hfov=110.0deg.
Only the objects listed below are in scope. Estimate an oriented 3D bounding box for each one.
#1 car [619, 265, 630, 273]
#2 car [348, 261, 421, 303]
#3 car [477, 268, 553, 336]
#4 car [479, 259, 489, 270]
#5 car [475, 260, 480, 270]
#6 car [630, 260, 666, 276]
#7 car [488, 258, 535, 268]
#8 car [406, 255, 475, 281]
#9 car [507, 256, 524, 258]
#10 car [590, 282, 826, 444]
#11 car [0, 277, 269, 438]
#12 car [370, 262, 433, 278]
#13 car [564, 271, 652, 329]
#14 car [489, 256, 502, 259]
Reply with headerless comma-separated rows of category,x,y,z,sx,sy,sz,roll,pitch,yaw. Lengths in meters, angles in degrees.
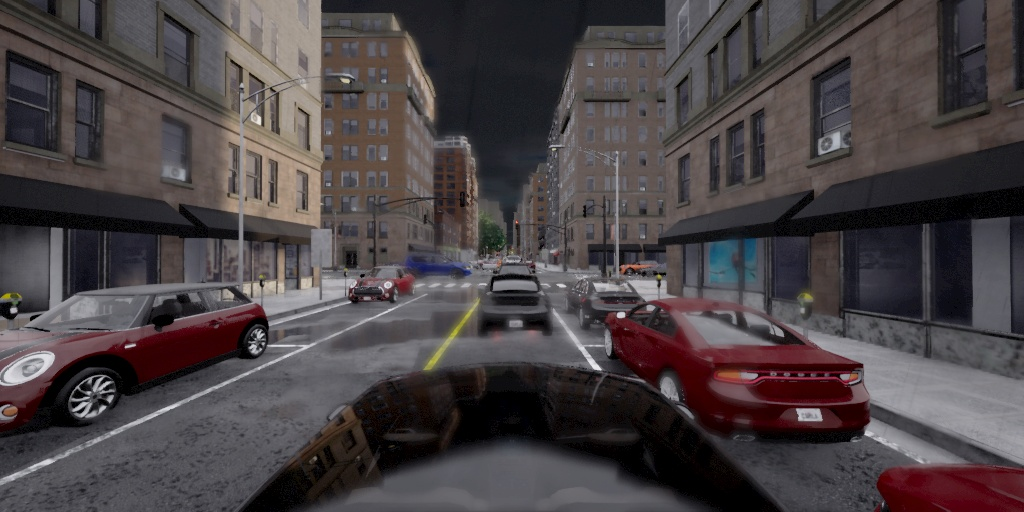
car,14.030,1.221,39.324,4.553,1.767,2.097,0,0,0
car,-5.832,1.195,16.451,1.967,1.591,4.097,0,0,0
car,0.058,1.258,10.374,1.837,1.490,4.892,0,0,-1
car,-3.116,1.389,50.826,1.895,1.301,4.718,0,0,0
car,-5.901,1.345,54.812,2.007,1.370,4.403,0,0,0
car,15.195,1.395,36.062,5.357,1.411,2.033,0,0,0
car,0.123,1.108,17.788,2.097,1.767,4.553,0,0,0
car,-6.106,0.923,29.275,5.566,2.045,2.150,0,0,0
car,0.161,1.011,51.318,2.150,2.045,5.566,0,0,-1
car,2.676,1.296,5.457,1.888,1.381,4.507,0,0,0
car,-5.851,1.190,5.464,1.967,1.591,4.097,0,0,0
car,-10.031,1.261,33.079,5.357,1.411,2.033,0,0,-10
car,2.685,1.303,10.949,2.007,1.370,4.403,0,0,0
car,-3.162,1.159,60.798,2.097,1.767,4.553,0,0,0
